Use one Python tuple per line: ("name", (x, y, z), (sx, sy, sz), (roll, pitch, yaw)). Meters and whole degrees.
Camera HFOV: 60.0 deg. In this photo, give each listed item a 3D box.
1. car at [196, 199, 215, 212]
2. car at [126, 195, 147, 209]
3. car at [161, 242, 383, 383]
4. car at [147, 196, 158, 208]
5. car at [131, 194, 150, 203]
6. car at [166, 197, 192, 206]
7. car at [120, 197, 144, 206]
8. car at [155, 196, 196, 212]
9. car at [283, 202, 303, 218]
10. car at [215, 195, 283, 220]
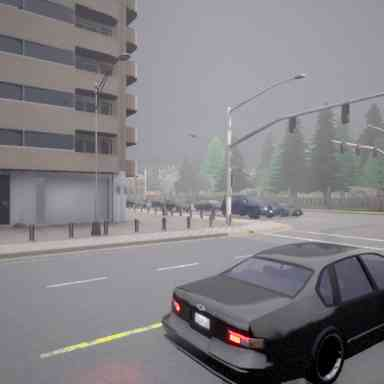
("car", (2.128, 1.594, 39.427), (1.812, 1.442, 4.674), (0, 0, -36))
("car", (-8.217, 1.571, 47.811), (1.837, 1.490, 4.892), (0, 0, -36))
("car", (2.172, 1.550, 5.328), (5.357, 1.411, 2.033), (0, 0, -35))
("car", (-4.199, 1.420, 48.220), (2.097, 1.767, 4.553), (0, 0, -36))
("car", (-10.950, 1.425, 69.861), (2.097, 1.767, 4.553), (0, 0, -36))
("car", (-2.329, 1.619, 57.915), (2.033, 1.411, 5.357), (0, 0, -35))
("car", (-10.372, 1.616, 56.863), (2.033, 1.411, 5.357), (0, 0, -35))
("car", (-2.022, 1.572, 39.192), (1.837, 1.490, 4.892), (0, 0, -36))
("car", (8.200, 1.632, 30.982), (1.994, 1.385, 4.181), (0, 0, -36))
("car", (4.896, 1.290, 29.582), (2.150, 2.045, 5.566), (0, 0, -36))
